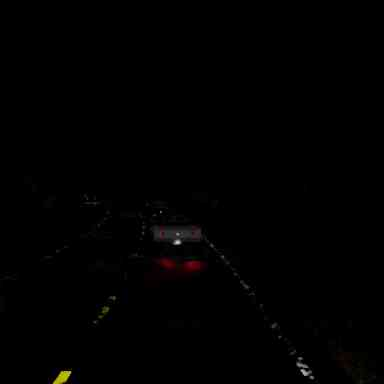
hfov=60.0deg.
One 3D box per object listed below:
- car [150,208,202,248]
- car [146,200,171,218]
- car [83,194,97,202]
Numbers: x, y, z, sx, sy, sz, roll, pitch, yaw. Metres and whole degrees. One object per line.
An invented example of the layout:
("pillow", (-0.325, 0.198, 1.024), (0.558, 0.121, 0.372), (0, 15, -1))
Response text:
("car", (-0.768, 1.617, 14.845), (1.895, 1.301, 4.718), (0, 0, -6))
("car", (-3.046, 1.485, 29.787), (1.882, 1.535, 5.008), (0, 0, -12))
("car", (-22.307, 1.291, 72.610), (2.097, 1.767, 4.553), (0, 0, -29))
